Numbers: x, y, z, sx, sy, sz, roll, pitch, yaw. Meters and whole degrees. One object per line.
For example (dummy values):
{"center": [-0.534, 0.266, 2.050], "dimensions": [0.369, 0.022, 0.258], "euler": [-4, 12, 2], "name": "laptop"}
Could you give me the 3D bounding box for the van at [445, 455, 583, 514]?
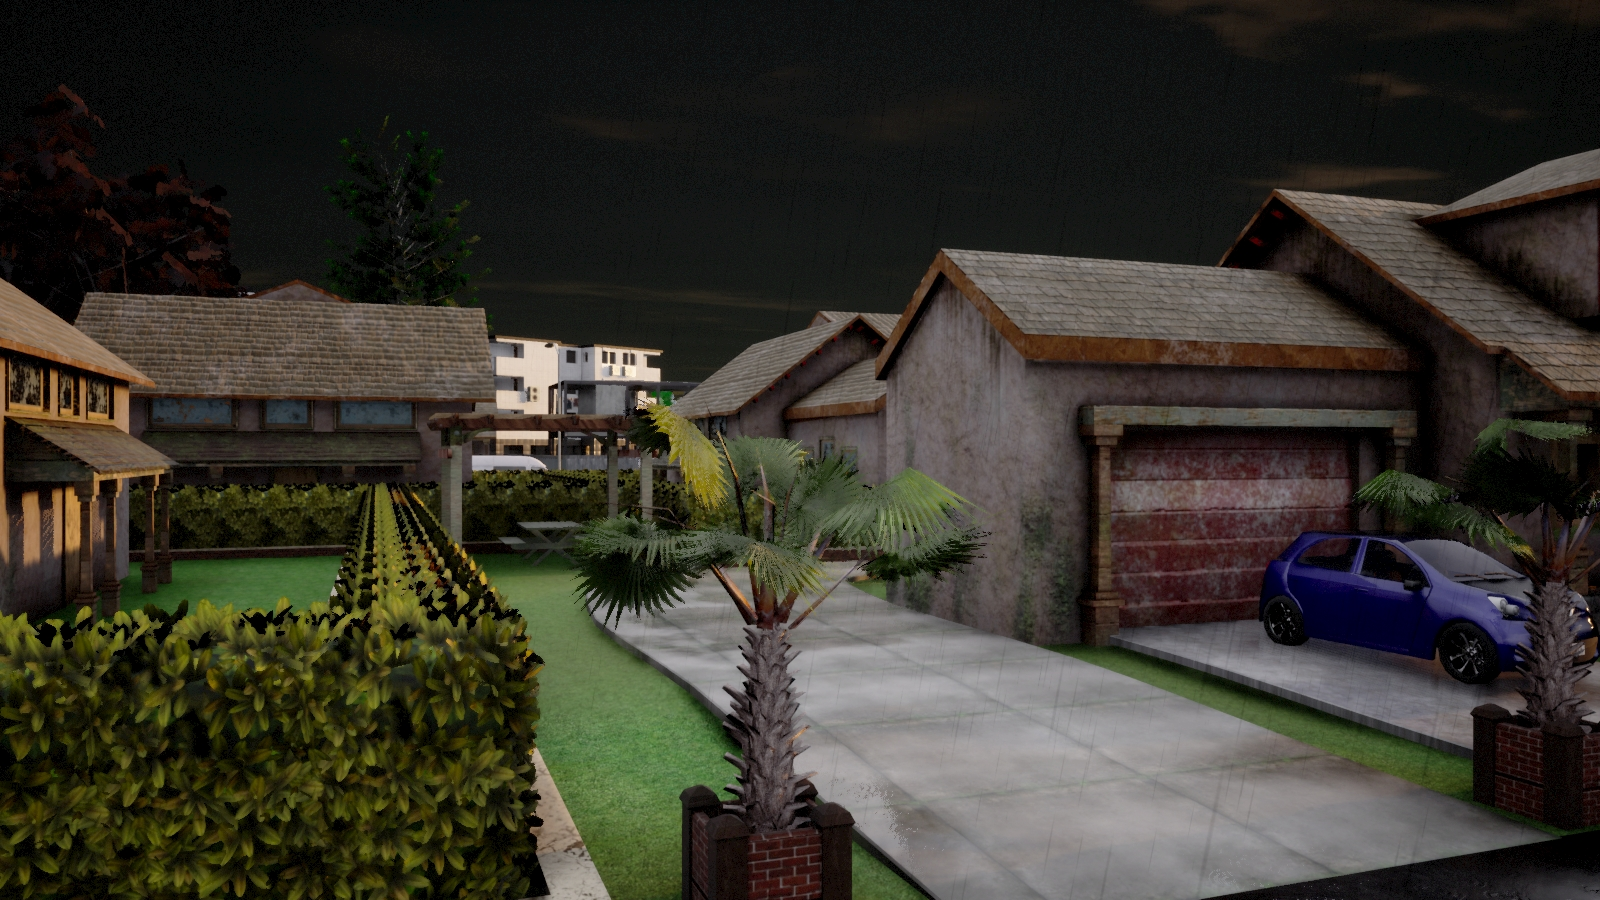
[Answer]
{"center": [-12.962, 1.537, 51.843], "dimensions": [5.915, 2.561, 1.988], "euler": [0, 0, -20], "name": "van"}
